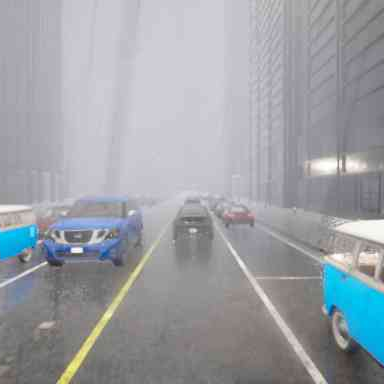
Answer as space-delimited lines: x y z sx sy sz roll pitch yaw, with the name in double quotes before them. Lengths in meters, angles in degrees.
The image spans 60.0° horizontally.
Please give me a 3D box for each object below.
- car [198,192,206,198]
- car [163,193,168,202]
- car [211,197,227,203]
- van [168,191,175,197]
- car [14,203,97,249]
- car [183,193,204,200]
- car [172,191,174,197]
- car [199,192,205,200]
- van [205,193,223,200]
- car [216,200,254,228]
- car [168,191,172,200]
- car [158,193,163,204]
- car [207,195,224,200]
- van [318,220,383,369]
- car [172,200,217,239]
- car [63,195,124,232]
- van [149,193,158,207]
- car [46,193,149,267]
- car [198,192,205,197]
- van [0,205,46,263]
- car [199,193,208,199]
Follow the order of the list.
"car" 2.648 0.776 88.220 1.752 1.417 4.829 -1 1 0
"car" -5.843 1.112 59.835 1.947 1.339 4.313 -1 0 0
"car" 2.724 1.354 26.005 1.802 1.307 4.206 -1 0 0
"van" -5.885 0.595 93.678 1.690 1.788 3.998 -1 1 0
"car" -5.789 1.355 14.708 1.967 1.590 4.097 -1 0 0
"car" 0.043 1.201 37.253 1.837 1.490 4.892 0 0 0
"car" -5.869 0.920 82.399 1.947 1.339 4.313 -1 1 0
"car" 2.682 1.040 59.848 1.887 1.381 4.507 -1 0 0
"van" 2.708 1.021 37.284 1.690 1.788 3.998 -1 0 0
"car" 2.730 1.400 20.365 1.802 1.307 4.206 -1 0 0
"car" -5.857 0.892 71.115 1.967 1.590 4.097 -1 0 0
"car" -5.829 1.184 48.554 1.887 1.381 4.507 -1 0 0
"car" 2.717 1.292 31.645 1.947 1.339 4.313 -1 0 0
"van" 2.749 1.296 3.441 1.690 1.788 3.998 -1 0 0
"car" 0.054 1.371 16.521 1.837 1.490 4.892 0 1 0
"car" -5.797 1.184 20.349 2.192 1.841 5.009 -1 0 0
"van" -5.824 1.027 42.912 1.690 1.788 3.998 -1 0 0
"car" -3.020 1.146 11.466 2.150 2.045 5.566 0 0 0
"car" 2.642 0.753 93.690 2.008 1.369 4.403 -1 1 0
"van" -5.783 1.302 9.067 1.690 1.788 3.998 -1 0 0
"car" 2.662 0.918 76.769 1.947 1.339 4.313 -1 1 0
